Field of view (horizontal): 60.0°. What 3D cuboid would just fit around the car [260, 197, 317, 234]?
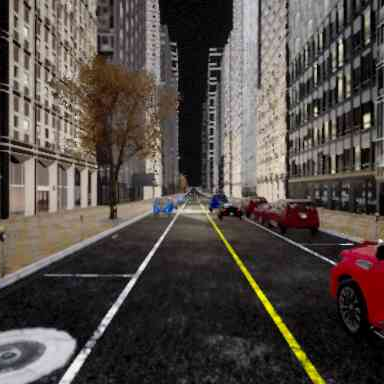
[{"bbox_3d":[5.721,1.338,19.388,2.192,1.841,5.009,0,0,0],"label":"car"}]

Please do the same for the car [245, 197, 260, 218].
[{"bbox_3d":[5.745,1.341,30.785,2.192,1.841,5.009,0,0,0],"label":"car"}]

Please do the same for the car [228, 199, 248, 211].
[{"bbox_3d":[5.770,1.572,42.181,1.887,1.381,4.507,0,0,0],"label":"car"}]

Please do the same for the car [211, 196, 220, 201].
[{"bbox_3d":[5.856,1.573,82.069,1.947,1.339,4.313,0,0,0],"label":"car"}]

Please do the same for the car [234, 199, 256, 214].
[{"bbox_3d":[5.758,1.552,36.652,1.752,1.417,4.829,0,0,0],"label":"car"}]

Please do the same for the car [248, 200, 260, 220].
[{"bbox_3d":[5.734,1.569,25.085,1.887,1.381,4.507,0,0,0],"label":"car"}]

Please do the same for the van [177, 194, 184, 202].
[{"bbox_3d":[-2.550,1.339,70.695,1.690,1.788,3.998,0,0,0],"label":"van"}]

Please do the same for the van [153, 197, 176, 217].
[{"bbox_3d":[-2.636,1.348,30.807,1.690,1.788,3.998,0,0,0],"label":"van"}]

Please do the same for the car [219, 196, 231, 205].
[{"bbox_3d":[5.808,1.549,59.446,1.752,1.417,4.829,0,0,0],"label":"car"}]

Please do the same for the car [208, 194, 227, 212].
[{"bbox_3d":[3.094,1.246,39.639,2.150,2.045,5.566,0,0,1],"label":"car"}]

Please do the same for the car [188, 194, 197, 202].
[{"bbox_3d":[0.158,1.351,76.735,2.097,1.767,4.553,0,0,0],"label":"car"}]

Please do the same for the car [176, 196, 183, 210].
[{"bbox_3d":[-2.610,1.559,42.201,2.008,1.369,4.403,0,0,0],"label":"car"}]

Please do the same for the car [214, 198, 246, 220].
[{"bbox_3d":[3.108,1.545,28.225,1.812,1.442,4.674,0,0,1],"label":"car"}]

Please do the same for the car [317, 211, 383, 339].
[{"bbox_3d":[3.563,1.233,3.479,2.150,2.045,5.566,0,0,-2],"label":"car"}]

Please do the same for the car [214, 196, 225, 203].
[{"bbox_3d":[5.832,1.583,70.673,1.947,1.339,4.313,0,0,0],"label":"car"}]

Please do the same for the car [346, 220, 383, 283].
[{"bbox_3d":[5.697,1.563,7.991,1.887,1.381,4.507,0,0,0],"label":"car"}]
